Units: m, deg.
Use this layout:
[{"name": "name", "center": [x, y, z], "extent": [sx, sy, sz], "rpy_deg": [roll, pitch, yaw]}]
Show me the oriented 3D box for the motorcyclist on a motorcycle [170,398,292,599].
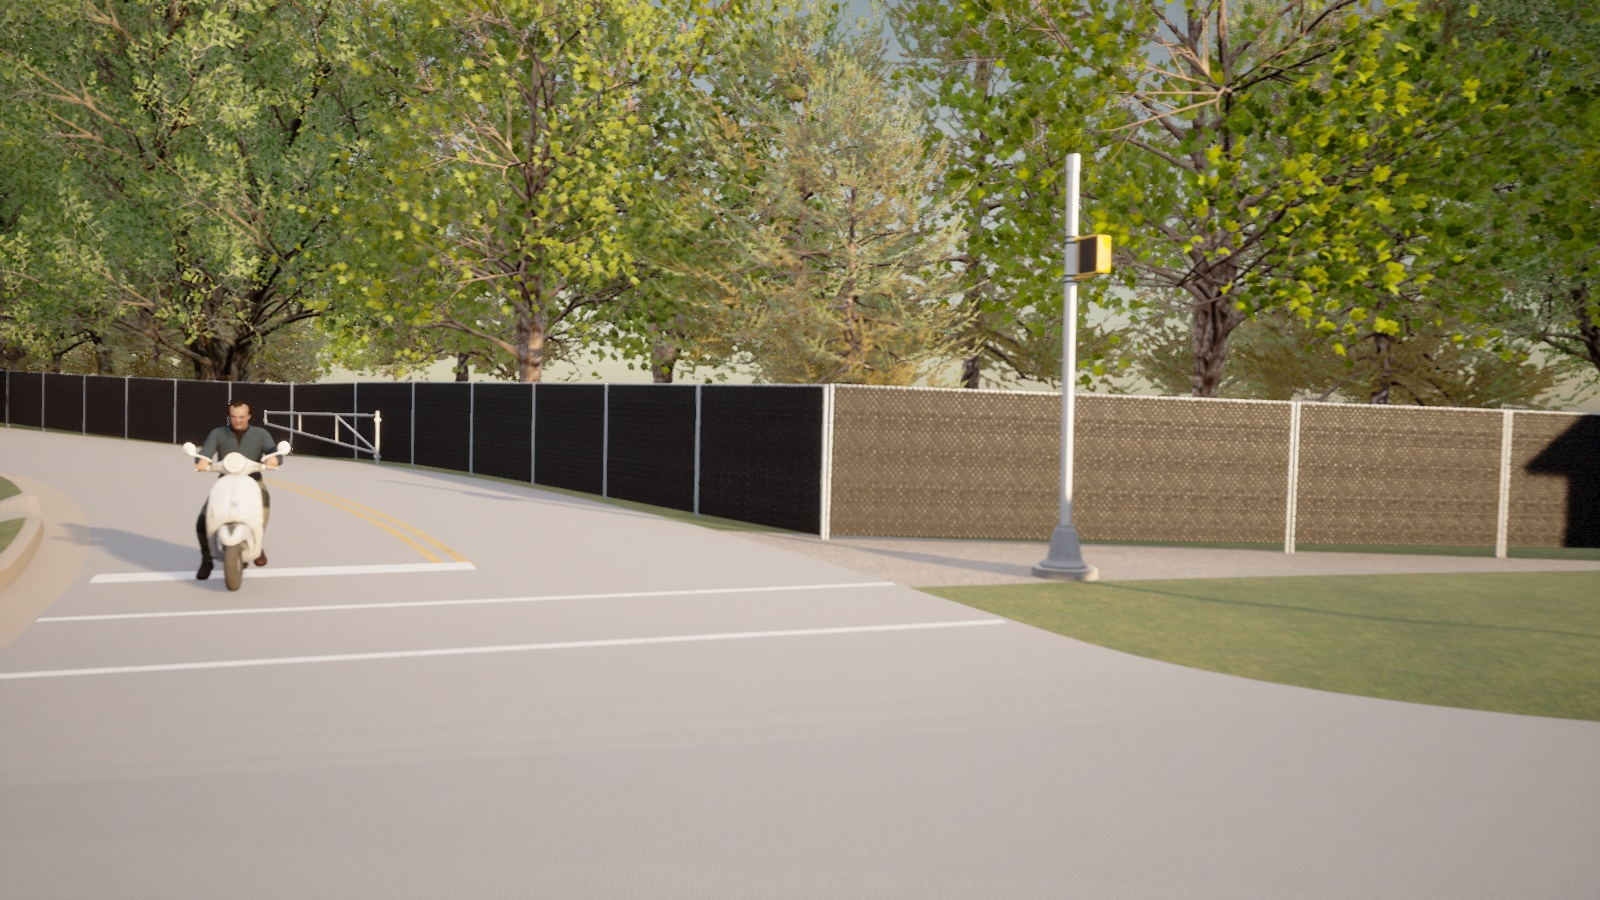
[{"name": "motorcyclist on a motorcycle", "center": [-4.970, 0.359, 11.072], "extent": [0.866, 1.590, 1.817], "rpy_deg": [0, 3, -21]}]
